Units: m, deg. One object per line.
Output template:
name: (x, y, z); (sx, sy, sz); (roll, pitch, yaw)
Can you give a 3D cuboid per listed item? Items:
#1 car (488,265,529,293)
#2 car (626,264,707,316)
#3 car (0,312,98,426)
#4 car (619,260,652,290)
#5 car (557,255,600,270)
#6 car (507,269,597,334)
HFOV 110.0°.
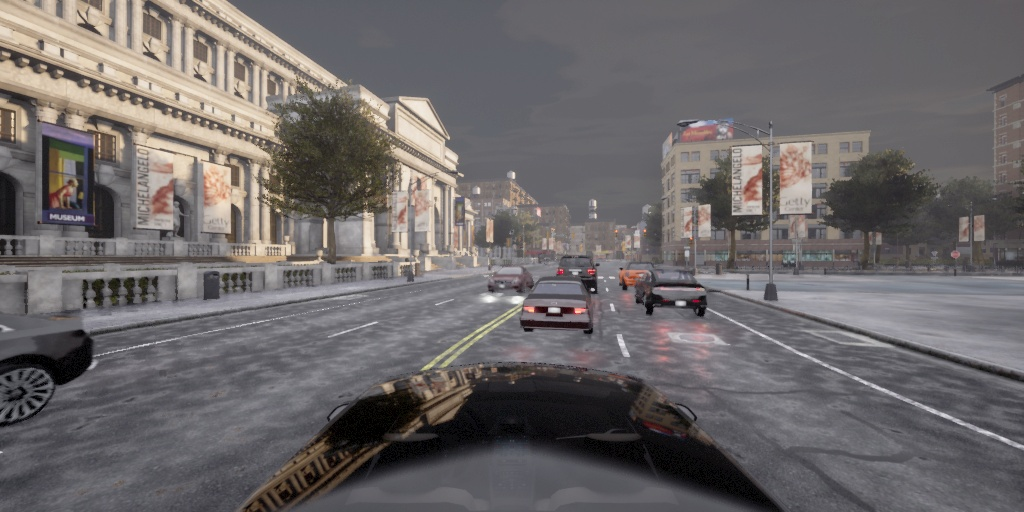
car: (0.037, 1.275, 20.510); (1.812, 1.442, 4.674); (0, 0, 14)
car: (5.717, 1.241, 13.375); (2.128, 1.511, 4.902); (0, 0, 13)
car: (-6.860, 1.241, 2.928); (2.128, 1.511, 4.902); (0, 0, 4)
car: (7.784, 1.102, 22.157); (2.097, 1.767, 4.553); (0, 0, 13)
car: (3.821, 0.971, 20.710); (2.150, 2.045, 5.566); (0, 0, 14)
car: (1.473, 1.297, 10.734); (2.033, 1.411, 5.357); (0, 0, 11)
